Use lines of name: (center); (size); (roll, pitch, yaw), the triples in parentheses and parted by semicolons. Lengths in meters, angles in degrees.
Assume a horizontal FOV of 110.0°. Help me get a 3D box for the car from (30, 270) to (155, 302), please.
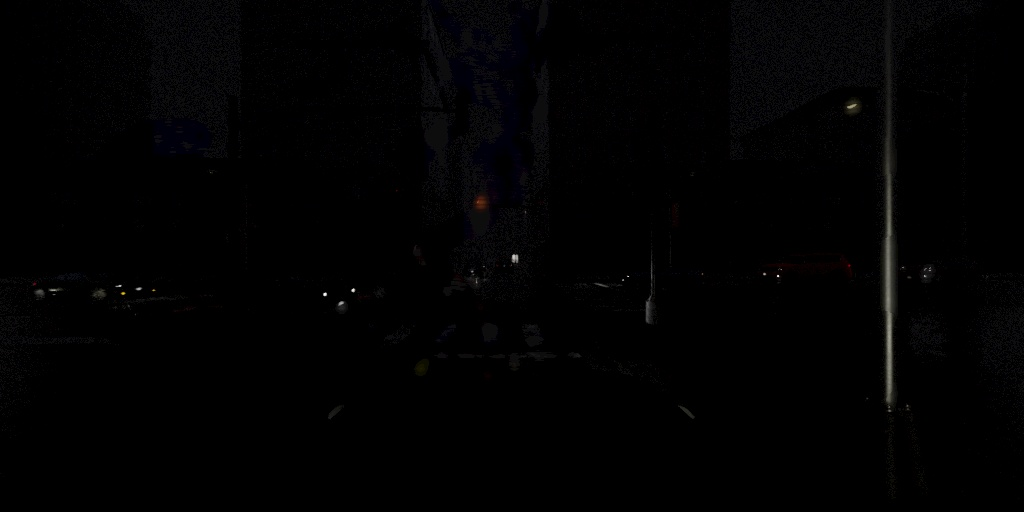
car: (-19.608, 1.380, 16.895); (4.181, 1.385, 1.994); (0, 0, -2)

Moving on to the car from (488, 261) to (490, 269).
car: (-4.263, 1.284, 47.893); (1.837, 1.490, 4.892); (0, 0, -2)

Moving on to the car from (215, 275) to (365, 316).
car: (-8.161, 1.373, 13.158); (4.718, 1.301, 1.895); (0, 0, 13)

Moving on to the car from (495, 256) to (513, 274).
car: (-0.923, 1.124, 42.376); (2.097, 1.767, 4.553); (0, 0, -1)

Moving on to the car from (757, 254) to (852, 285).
car: (20.180, 0.883, 24.826); (5.566, 2.045, 2.150); (0, 0, -2)

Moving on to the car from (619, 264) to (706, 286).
car: (10.222, 1.243, 24.519); (5.357, 1.411, 2.033); (0, 0, -2)

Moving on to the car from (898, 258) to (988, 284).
car: (30.072, 0.981, 25.122); (4.553, 1.767, 2.097); (0, 0, -2)

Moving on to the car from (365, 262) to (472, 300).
car: (-4.656, 1.234, 17.353); (5.008, 1.535, 1.882); (-1, 0, -2)

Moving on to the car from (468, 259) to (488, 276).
car: (-3.982, 1.260, 37.514); (2.128, 1.511, 4.902); (0, 0, -2)

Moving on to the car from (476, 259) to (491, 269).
car: (-4.542, 1.281, 58.289); (2.128, 1.511, 4.902); (0, 0, -1)
